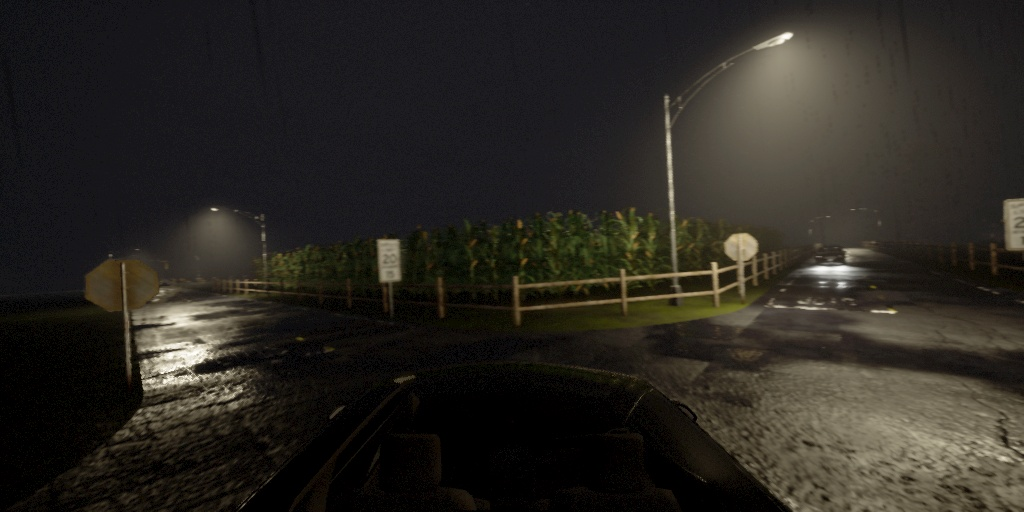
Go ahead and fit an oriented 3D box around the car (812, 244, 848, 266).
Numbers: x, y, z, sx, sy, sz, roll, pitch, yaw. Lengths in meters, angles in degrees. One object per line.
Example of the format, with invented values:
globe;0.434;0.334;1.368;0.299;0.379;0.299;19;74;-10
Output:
car;25.702;-0.045;28.958;2.128;1.511;4.902;-3;0;42
